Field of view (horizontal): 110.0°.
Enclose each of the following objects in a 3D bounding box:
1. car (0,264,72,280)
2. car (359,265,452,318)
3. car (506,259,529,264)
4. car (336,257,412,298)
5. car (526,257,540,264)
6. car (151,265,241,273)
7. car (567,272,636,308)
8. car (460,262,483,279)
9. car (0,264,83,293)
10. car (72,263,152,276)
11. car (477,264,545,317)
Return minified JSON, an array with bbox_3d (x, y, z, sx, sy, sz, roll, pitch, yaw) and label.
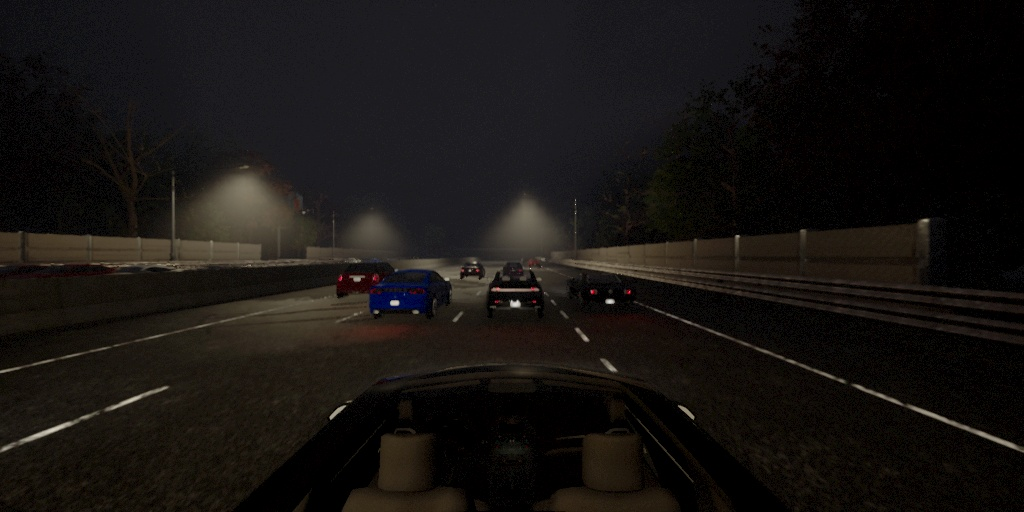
[{"bbox_3d":[-24.592,1.183,19.998,1.882,1.535,5.008,0,0,0],"label":"car"},{"bbox_3d":[-3.393,1.199,12.849,1.882,1.535,5.008,0,0,0],"label":"car"},{"bbox_3d":[0.112,1.224,31.444,2.033,1.411,5.357,0,0,0],"label":"car"},{"bbox_3d":[-6.895,1.061,18.104,2.097,1.767,4.553,0,0,0],"label":"car"},{"bbox_3d":[3.521,1.144,57.619,1.812,1.442,4.674,0,0,0],"label":"car"},{"bbox_3d":[-17.592,1.249,21.308,2.033,1.411,5.357,0,0,0],"label":"car"},{"bbox_3d":[3.504,1.314,14.997,1.895,1.301,4.718,0,0,0],"label":"car"},{"bbox_3d":[-3.389,1.224,31.437,2.033,1.411,5.357,0,0,0],"label":"car"},{"bbox_3d":[-28.091,1.230,20.380,1.812,1.442,4.674,0,0,0],"label":"car"},{"bbox_3d":[-21.093,1.230,20.357,1.812,1.442,4.674,0,0,0],"label":"car"},{"bbox_3d":[0.103,1.212,12.989,2.128,1.511,4.902,0,0,0],"label":"car"}]
